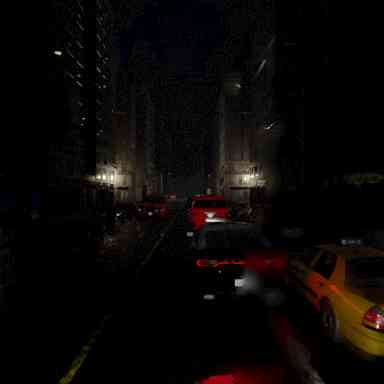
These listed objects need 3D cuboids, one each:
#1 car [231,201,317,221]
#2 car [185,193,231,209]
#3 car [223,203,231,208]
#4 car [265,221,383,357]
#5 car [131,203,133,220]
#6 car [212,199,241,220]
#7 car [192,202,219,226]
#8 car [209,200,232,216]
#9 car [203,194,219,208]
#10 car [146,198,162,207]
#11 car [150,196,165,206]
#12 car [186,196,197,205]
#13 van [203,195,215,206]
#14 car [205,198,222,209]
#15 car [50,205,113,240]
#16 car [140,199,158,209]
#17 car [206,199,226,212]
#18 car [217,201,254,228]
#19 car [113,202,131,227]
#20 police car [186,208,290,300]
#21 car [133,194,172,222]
[{"bbox_3d":[2.844,1.315,11.586,2.192,1.841,5.009,0,0,0],"label":"car"},{"bbox_3d":[0.878,1.222,18.471,2.150,2.045,5.566,0,0,0],"label":"car"},{"bbox_3d":[2.837,1.524,17.280,1.752,1.417,4.829,0,0,0],"label":"car"},{"bbox_3d":[2.850,1.525,6.233,1.752,1.417,4.829,0,0,0],"label":"car"},{"bbox_3d":[-5.701,1.564,28.135,1.947,1.339,4.313,0,0,0],"label":"car"},{"bbox_3d":[2.825,1.438,28.157,1.967,1.590,4.097,0,0,0],"label":"car"},{"bbox_3d":[0.871,1.525,24.441,1.812,1.442,4.674,0,0,0],"label":"car"},{"bbox_3d":[2.819,1.549,33.681,2.008,1.369,4.403,0,0,0],"label":"car"},{"bbox_3d":[2.800,1.312,50.252,2.192,1.841,5.009,0,0,0],"label":"car"},{"bbox_3d":[-5.726,1.563,50.236,1.947,1.339,4.313,0,0,0],"label":"car"},{"bbox_3d":[-5.732,1.437,55.761,1.967,1.590,4.097,0,0,0],"label":"car"},{"bbox_3d":[-0.069,1.522,59.563,1.812,1.442,4.674,0,0,0],"label":"car"},{"bbox_3d":[2.794,1.338,55.776,1.690,1.788,3.998,0,0,0],"label":"van"},{"bbox_3d":[2.806,1.563,44.728,1.947,1.339,4.313,0,0,0],"label":"car"},{"bbox_3d":[-5.688,1.544,17.085,1.887,1.381,4.507,0,0,0],"label":"car"},{"bbox_3d":[-5.720,1.579,44.711,1.802,1.307,4.206,0,0,0],"label":"car"},{"bbox_3d":[2.812,1.548,39.205,2.008,1.369,4.403,0,0,0],"label":"car"},{"bbox_3d":[2.831,1.439,22.634,1.967,1.590,4.097,0,0,0],"label":"car"},{"bbox_3d":[-5.695,1.565,22.610,1.947,1.339,4.313,0,0,0],"label":"car"},{"bbox_3d":[0.888,1.425,8.551,1.930,1.638,5.238,0,0,0],"label":"police car"},{"bbox_3d":[-3.044,1.220,26.854,2.150,2.045,5.566,0,0,0],"label":"car"}]
